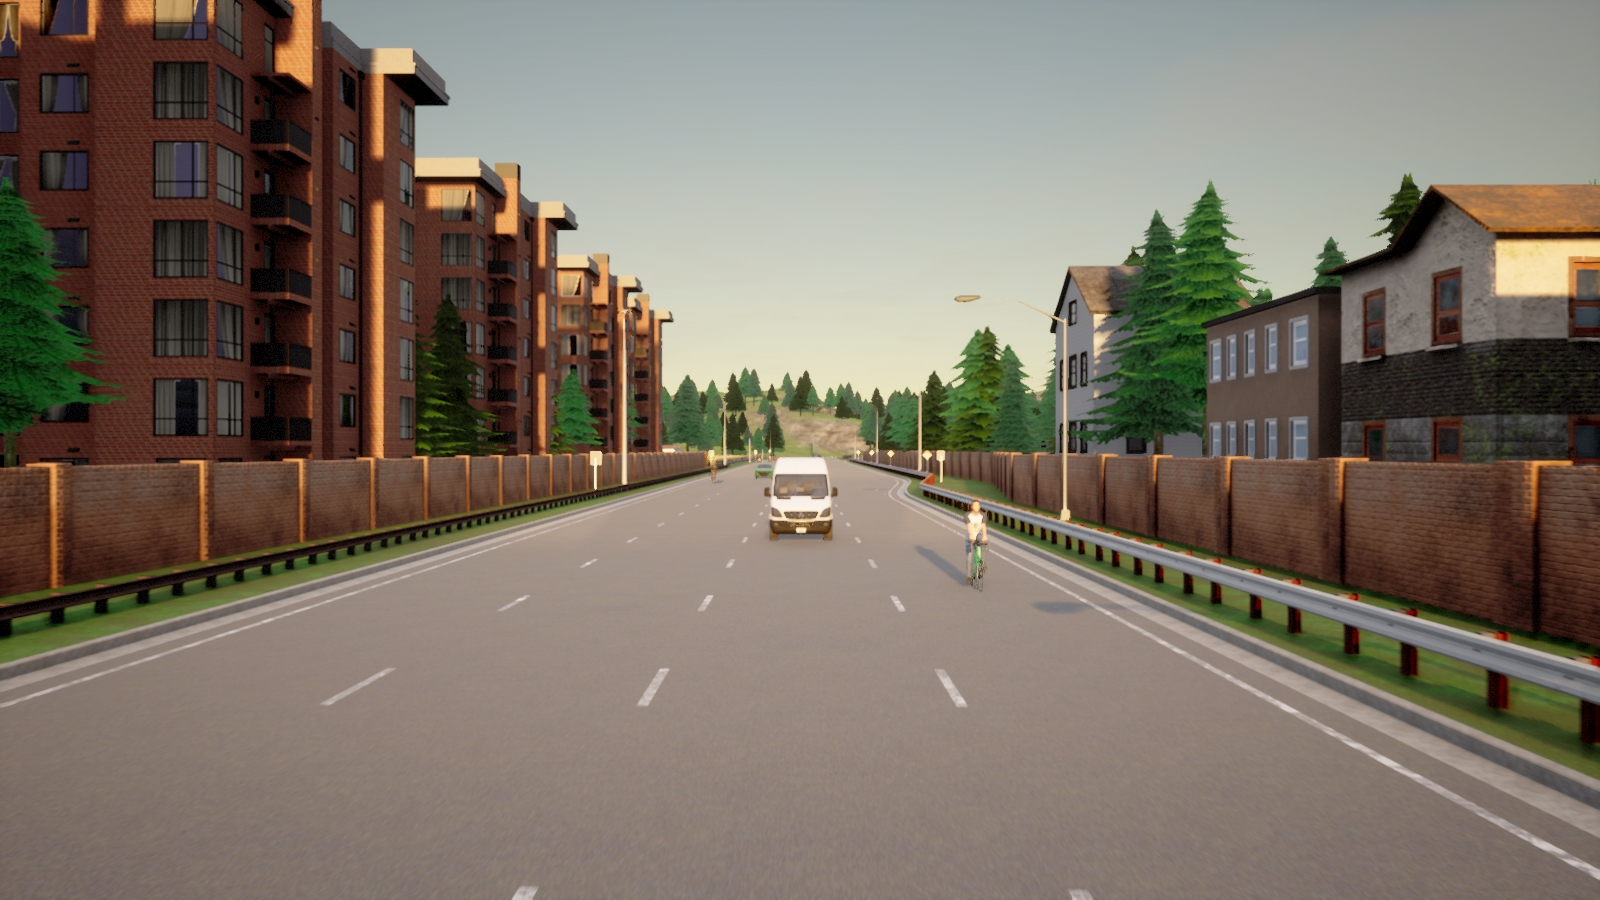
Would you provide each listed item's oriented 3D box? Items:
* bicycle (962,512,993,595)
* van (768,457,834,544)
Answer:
[{"bbox_3d":[3.533,2.048,22.850,0.373,1.496,1.643,0,0,0],"label":"bicycle"},{"bbox_3d":[0.036,1.522,37.128,1.988,2.561,5.915,0,0,0],"label":"van"}]
